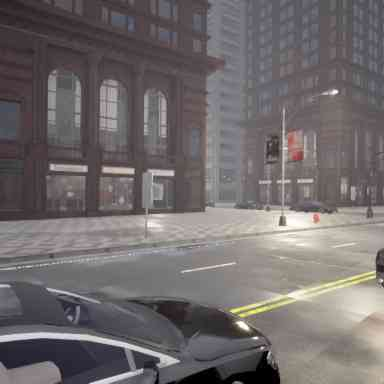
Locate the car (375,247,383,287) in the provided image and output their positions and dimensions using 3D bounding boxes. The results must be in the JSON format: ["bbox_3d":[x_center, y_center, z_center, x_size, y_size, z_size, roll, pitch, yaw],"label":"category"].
[{"bbox_3d":[6.218,1.516,7.868,4.892,1.490,1.837,0,0,-35],"label":"car"}]

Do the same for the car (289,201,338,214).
[{"bbox_3d":[13.467,1.726,37.182,2.033,1.411,5.357,1,-1,-35],"label":"car"}]

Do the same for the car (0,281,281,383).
[{"bbox_3d":[-1.396,1.492,2.444,4.902,1.511,2.128,0,0,-36],"label":"car"}]

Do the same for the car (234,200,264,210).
[{"bbox_3d":[7.709,1.787,45.283,1.994,1.385,4.181,1,-1,-35],"label":"car"}]

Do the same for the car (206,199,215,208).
[{"bbox_3d":[1.679,1.749,53.774,1.882,1.535,5.008,1,-1,-35],"label":"car"}]
